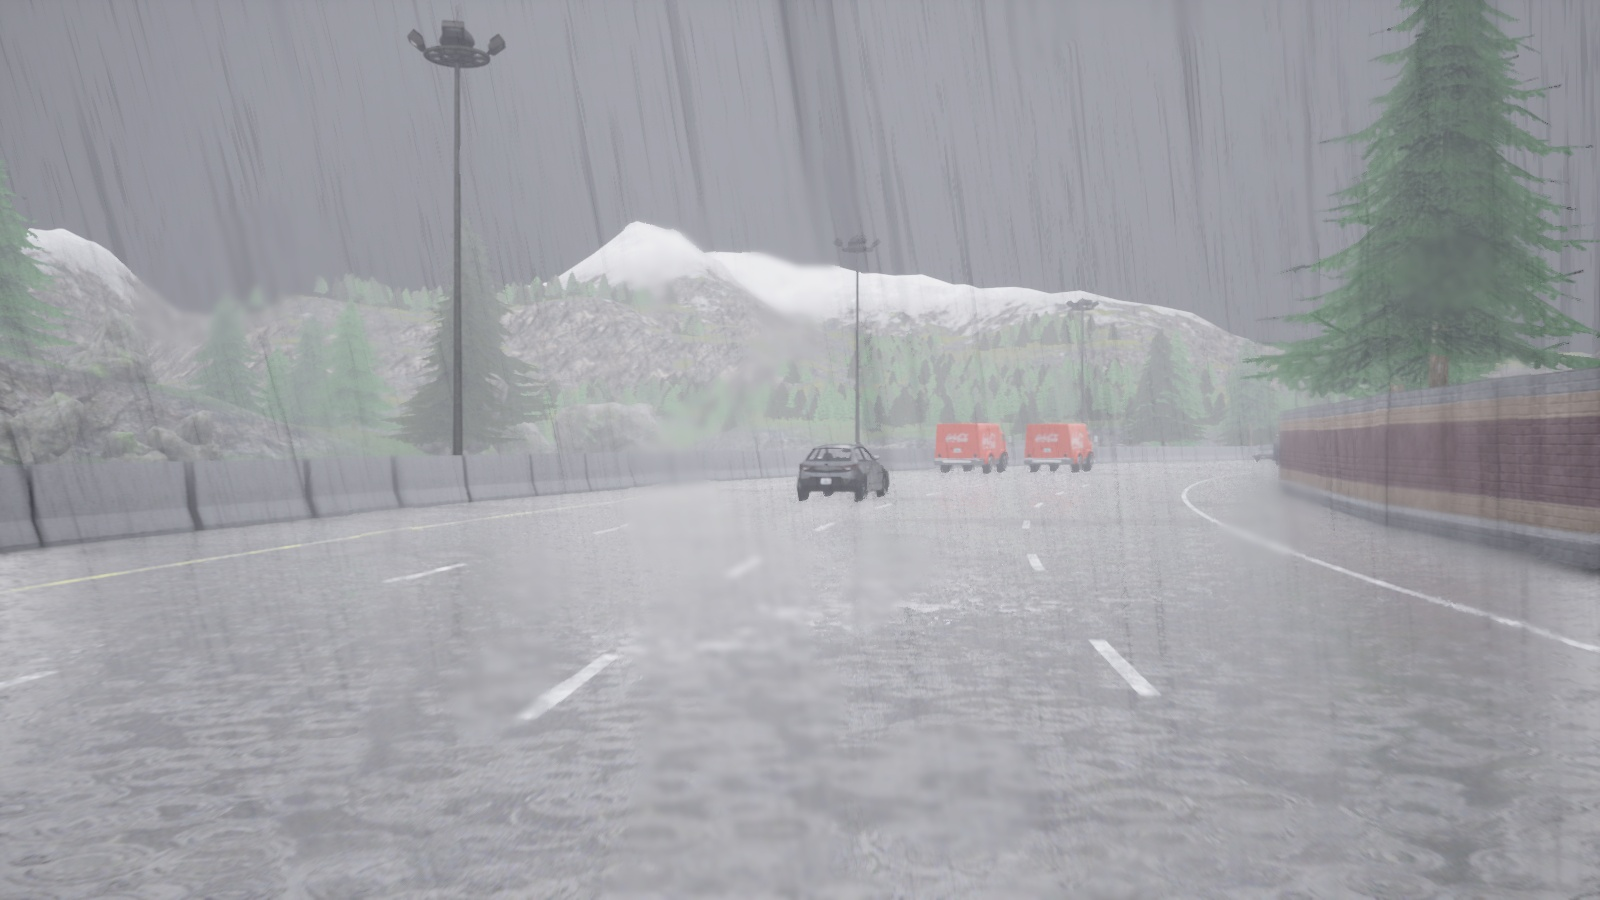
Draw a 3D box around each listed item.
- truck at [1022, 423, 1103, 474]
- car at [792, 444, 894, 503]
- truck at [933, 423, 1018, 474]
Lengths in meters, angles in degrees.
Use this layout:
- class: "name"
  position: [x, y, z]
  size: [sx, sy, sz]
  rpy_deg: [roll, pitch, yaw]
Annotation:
- class: "truck"
  position: [13.479, -0.089, 64.164]
  size: [2.627, 2.467, 5.204]
  rpy_deg: [0, 0, 29]
- class: "car"
  position: [1.229, 0.571, 33.642]
  size: [1.816, 1.474, 4.193]
  rpy_deg: [0, 0, 15]
- class: "truck"
  position: [8.831, -0.086, 62.878]
  size: [2.627, 2.467, 5.204]
  rpy_deg: [0, 0, 27]
